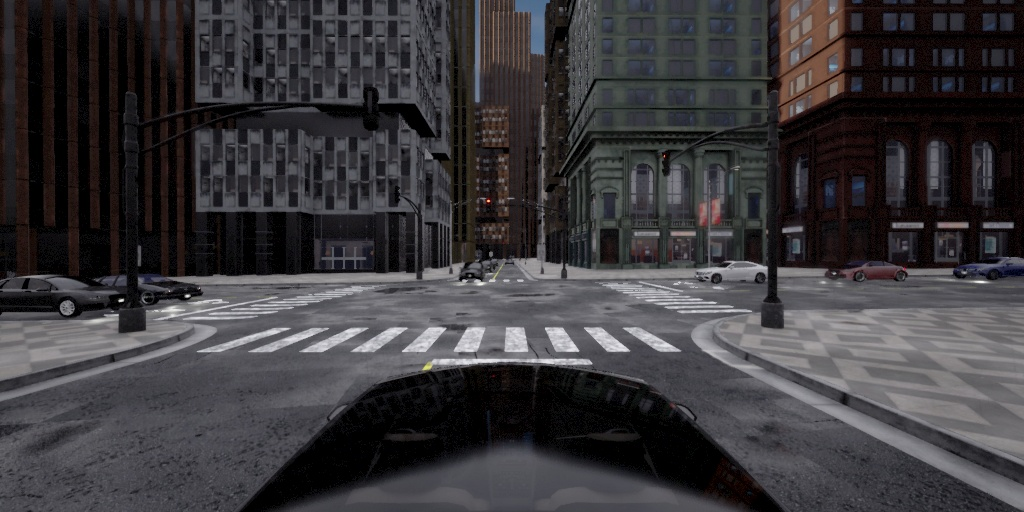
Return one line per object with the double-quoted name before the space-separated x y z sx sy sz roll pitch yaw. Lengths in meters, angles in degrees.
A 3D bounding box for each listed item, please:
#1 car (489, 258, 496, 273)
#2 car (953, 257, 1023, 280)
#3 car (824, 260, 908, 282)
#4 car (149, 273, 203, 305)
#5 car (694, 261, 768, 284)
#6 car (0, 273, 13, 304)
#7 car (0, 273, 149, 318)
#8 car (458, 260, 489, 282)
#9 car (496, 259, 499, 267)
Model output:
"car" -3.303 1.229 43.007 1.837 1.490 4.892 0 0 0
"car" 32.375 0.811 23.836 4.674 1.442 1.812 -1 0 -1
"car" 23.416 0.962 23.812 4.181 1.385 1.994 -1 0 0
"car" -17.867 1.524 17.046 5.357 1.411 2.033 -1 0 5
"car" 14.594 1.037 23.787 4.674 1.442 1.812 -1 0 -1
"car" -27.353 1.610 16.963 4.892 1.490 1.837 -1 0 0
"car" -17.423 1.492 13.740 4.892 1.490 1.837 -1 0 0
"car" -3.185 1.248 29.292 1.837 1.490 4.892 0 0 0
"car" -3.402 1.303 54.727 1.895 1.301 4.718 0 0 0
